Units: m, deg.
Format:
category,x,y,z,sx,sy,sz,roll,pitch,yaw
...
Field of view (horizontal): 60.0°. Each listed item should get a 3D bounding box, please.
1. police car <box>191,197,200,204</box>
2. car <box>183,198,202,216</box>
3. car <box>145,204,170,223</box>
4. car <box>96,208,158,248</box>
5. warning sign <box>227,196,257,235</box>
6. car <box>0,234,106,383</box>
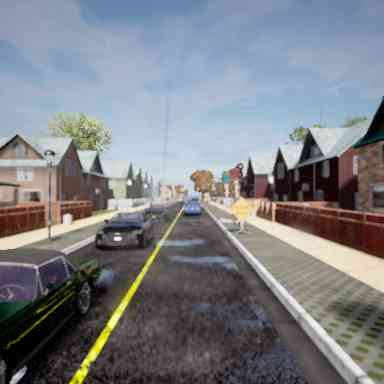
category,x,y,z,sx,sy,sz,roll,pitch,yaw
police car,0.842,2.044,81.964,1.930,1.638,5.238,0,-1,0
car,0.058,1.690,34.676,2.033,1.411,5.357,0,0,1
car,-2.827,1.660,26.733,1.994,1.385,4.181,0,0,0
car,-2.843,1.603,14.728,1.994,1.385,4.181,0,0,0
warning sign,2.511,1.163,16.862,1.300,1.860,1.060,-1,-1,0
car,-2.848,1.610,4.778,1.895,1.301,4.718,0,0,0
